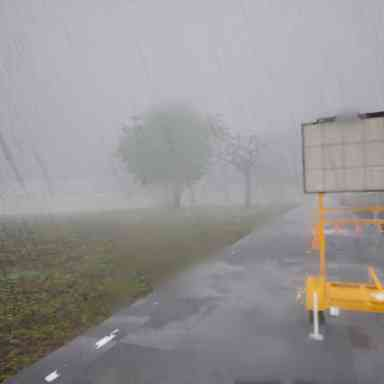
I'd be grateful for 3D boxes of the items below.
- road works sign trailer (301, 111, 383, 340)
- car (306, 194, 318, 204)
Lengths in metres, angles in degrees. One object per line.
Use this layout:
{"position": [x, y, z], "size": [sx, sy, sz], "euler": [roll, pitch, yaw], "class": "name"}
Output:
{"position": [3.286, 0.395, 5.960], "size": [2.380, 3.560, 2.880], "euler": [-2, 0, 23], "class": "road works sign trailer"}
{"position": [24.358, 1.286, 67.211], "size": [2.150, 2.045, 5.566], "euler": [-2, -1, 21], "class": "car"}
